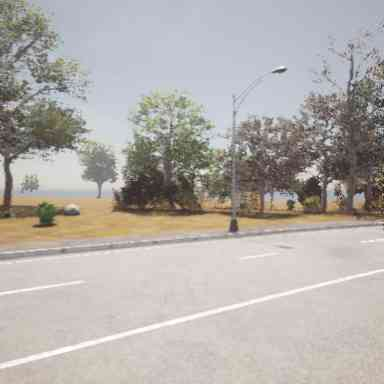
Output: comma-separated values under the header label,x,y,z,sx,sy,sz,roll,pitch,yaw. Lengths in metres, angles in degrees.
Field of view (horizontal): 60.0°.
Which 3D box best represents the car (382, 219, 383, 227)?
label,x,y,z,sx,sy,sz,roll,pitch,yaw
car,14.096,1.634,20.963,4.892,1.490,1.837,0,0,-29
